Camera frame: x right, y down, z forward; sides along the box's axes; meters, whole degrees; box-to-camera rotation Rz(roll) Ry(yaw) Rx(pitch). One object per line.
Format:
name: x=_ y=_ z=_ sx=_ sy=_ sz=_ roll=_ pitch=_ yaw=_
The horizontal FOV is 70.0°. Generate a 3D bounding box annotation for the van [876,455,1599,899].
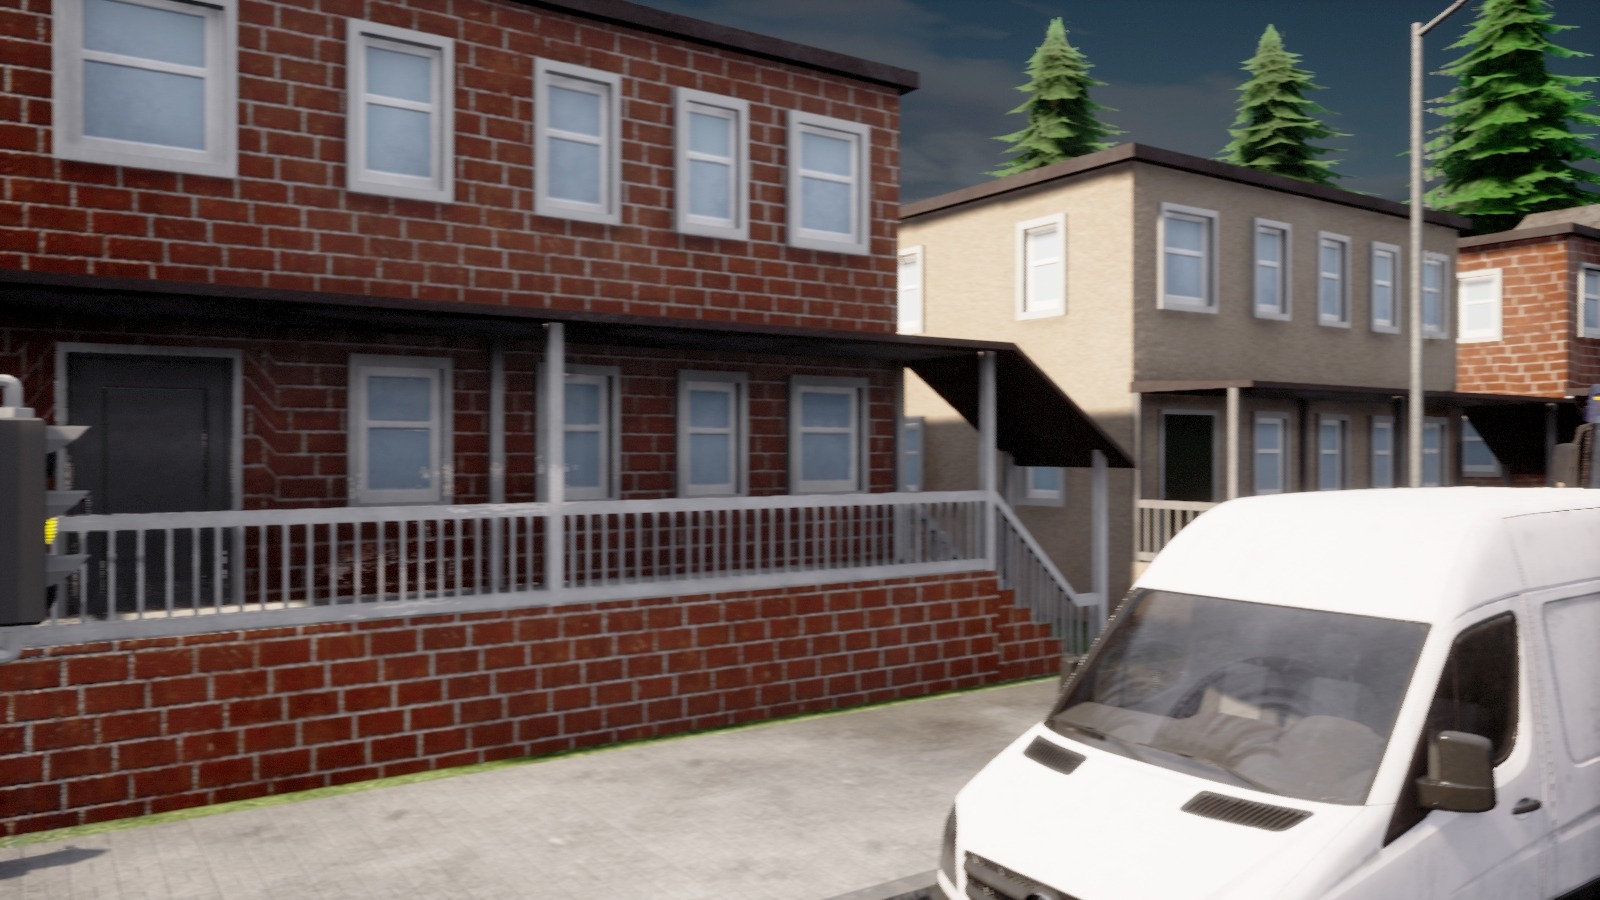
van: x=3.378 y=1.312 z=6.378 sx=5.915 sy=2.561 sz=1.988 roll=0 pitch=0 yaw=-34

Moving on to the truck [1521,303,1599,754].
truck: x=10.759 y=0.666 z=11.367 sx=8.468 sy=3.827 sz=2.891 roll=0 pitch=0 yaw=-34
